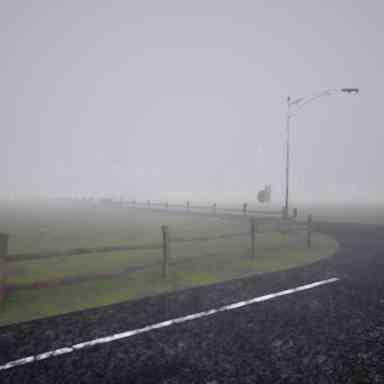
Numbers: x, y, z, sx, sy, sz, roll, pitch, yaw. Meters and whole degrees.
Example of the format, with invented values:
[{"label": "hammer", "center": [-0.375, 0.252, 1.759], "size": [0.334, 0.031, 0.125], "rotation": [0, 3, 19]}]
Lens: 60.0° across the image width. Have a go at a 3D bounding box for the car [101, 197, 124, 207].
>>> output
[{"label": "car", "center": [-12.406, 1.548, 51.557], "size": [2.033, 1.411, 5.357], "rotation": [1, -1, -35]}]
